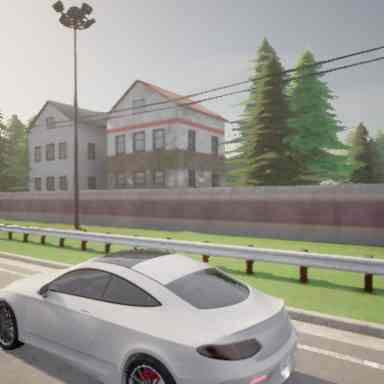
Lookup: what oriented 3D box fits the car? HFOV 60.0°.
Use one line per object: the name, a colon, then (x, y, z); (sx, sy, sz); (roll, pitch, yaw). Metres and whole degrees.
car: (-0.940, 1.562, 4.654); (4.674, 1.442, 1.812); (-1, 0, 36)
